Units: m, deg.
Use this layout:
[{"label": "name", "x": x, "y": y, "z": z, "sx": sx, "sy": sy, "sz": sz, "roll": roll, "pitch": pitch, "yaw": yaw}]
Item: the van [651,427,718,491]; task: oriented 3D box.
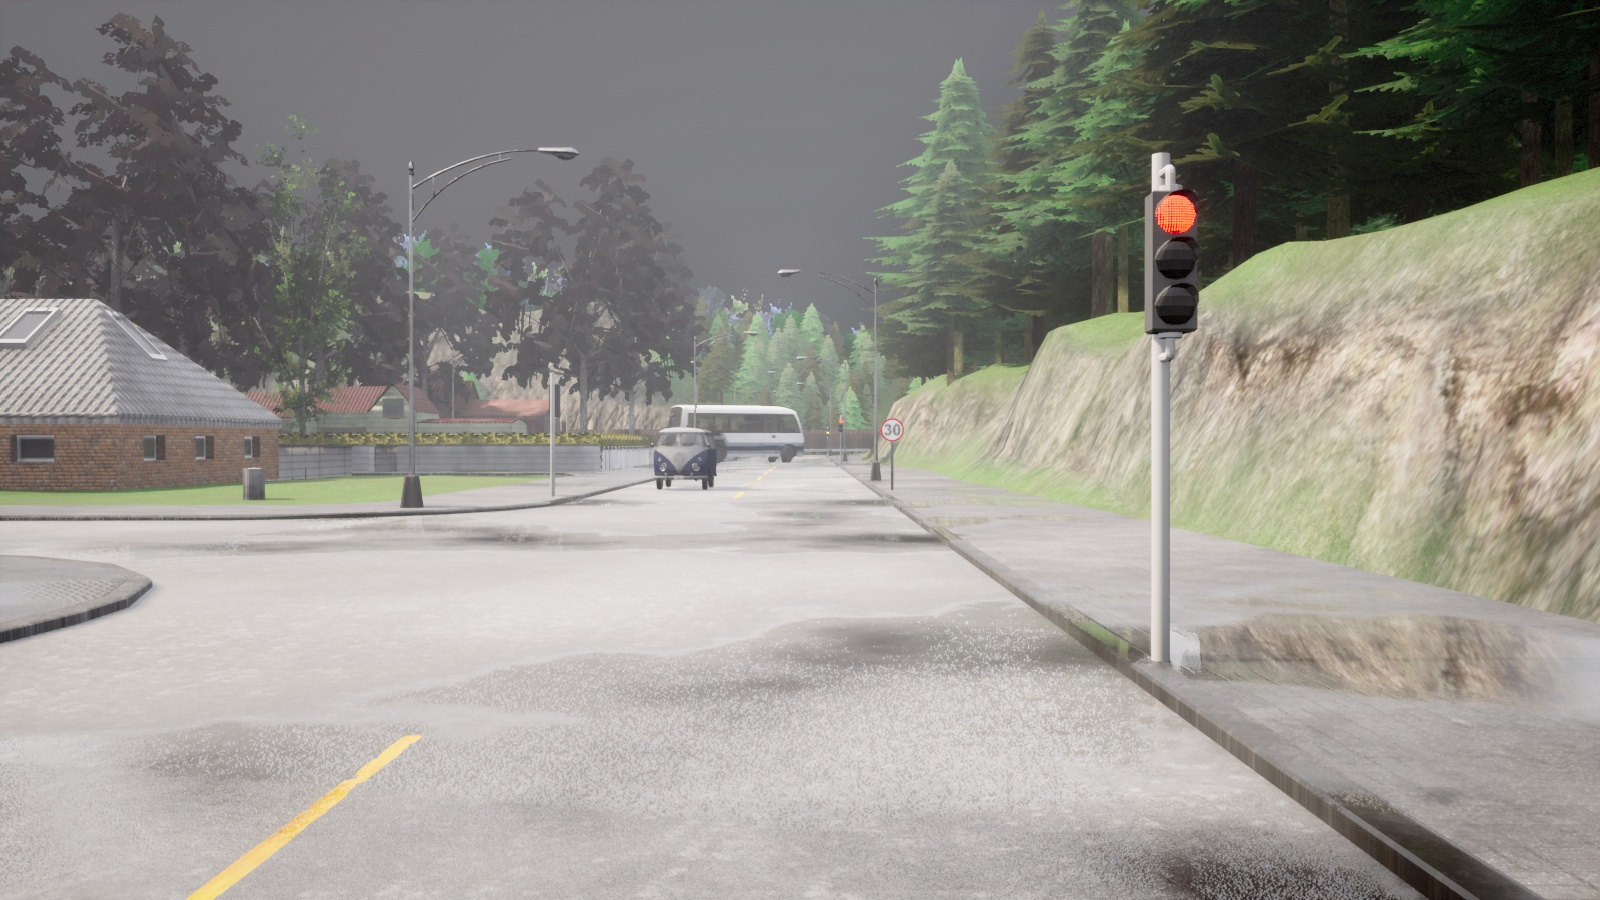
[{"label": "van", "x": -3.750, "y": 0.263, "z": 41.344, "sx": 1.775, "sy": 1.987, "sz": 4.442, "roll": 0, "pitch": 0, "yaw": 0}]

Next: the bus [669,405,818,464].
[{"label": "bus", "x": -4.175, "y": -1.161, "z": 93.480, "sx": 10.273, "sy": 4.253, "sz": 3.944, "roll": 0, "pitch": 2, "yaw": -26}]
